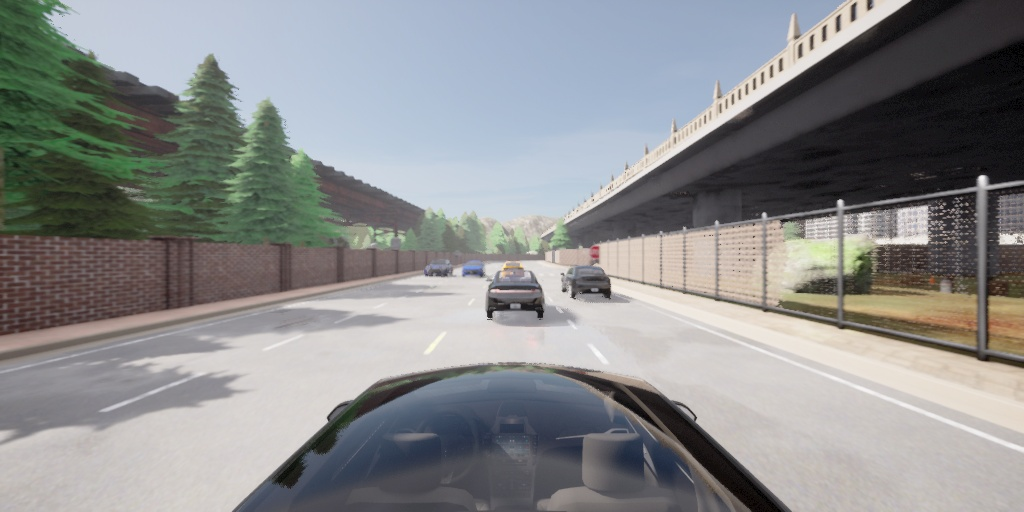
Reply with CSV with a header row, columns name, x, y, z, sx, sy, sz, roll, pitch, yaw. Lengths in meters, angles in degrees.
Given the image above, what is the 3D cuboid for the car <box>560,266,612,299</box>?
name,x,y,z,sx,sy,sz,roll,pitch,yaw
car,3.595,1.236,17.967,1.837,1.490,4.892,0,0,0

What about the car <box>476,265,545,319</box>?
name,x,y,z,sx,sy,sz,roll,pitch,yaw
car,0.097,1.229,12.705,2.128,1.511,4.902,0,0,0

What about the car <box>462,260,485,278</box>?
name,x,y,z,sx,sy,sz,roll,pitch,yaw
car,-3.517,1.192,33.721,1.882,1.535,5.008,0,0,0

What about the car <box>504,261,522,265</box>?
name,x,y,z,sx,sy,sz,roll,pitch,yaw
car,0.082,1.196,30.236,1.882,1.535,5.008,0,0,0

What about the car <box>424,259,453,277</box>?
name,x,y,z,sx,sy,sz,roll,pitch,yaw
car,-7.009,1.095,34.661,2.097,1.767,4.553,0,0,0
